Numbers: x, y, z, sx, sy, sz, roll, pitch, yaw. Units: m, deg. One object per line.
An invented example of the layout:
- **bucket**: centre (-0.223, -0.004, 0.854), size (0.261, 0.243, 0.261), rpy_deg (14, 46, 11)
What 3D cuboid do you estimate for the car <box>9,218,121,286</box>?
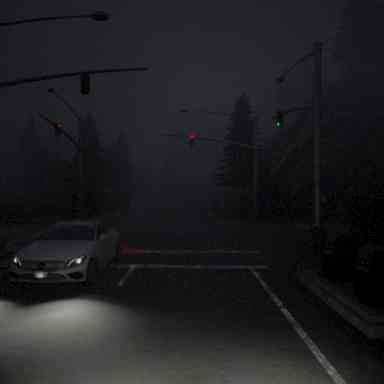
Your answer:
- **car**: centre (-3.279, 1.526, 9.535), size (1.812, 1.442, 4.674), rpy_deg (1, 0, 0)
